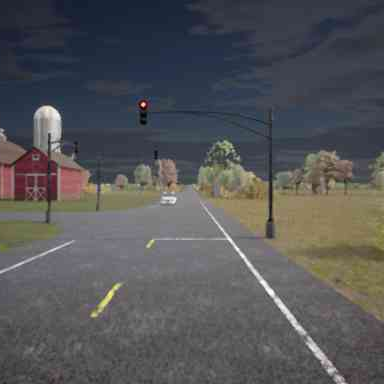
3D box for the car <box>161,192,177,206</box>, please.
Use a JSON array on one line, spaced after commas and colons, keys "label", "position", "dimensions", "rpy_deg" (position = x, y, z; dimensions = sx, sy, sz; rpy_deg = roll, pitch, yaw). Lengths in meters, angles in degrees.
[{"label": "car", "position": [-3.532, 1.074, 51.009], "dimensions": [2.150, 2.045, 5.566], "rpy_deg": [0, 2, 0]}]
